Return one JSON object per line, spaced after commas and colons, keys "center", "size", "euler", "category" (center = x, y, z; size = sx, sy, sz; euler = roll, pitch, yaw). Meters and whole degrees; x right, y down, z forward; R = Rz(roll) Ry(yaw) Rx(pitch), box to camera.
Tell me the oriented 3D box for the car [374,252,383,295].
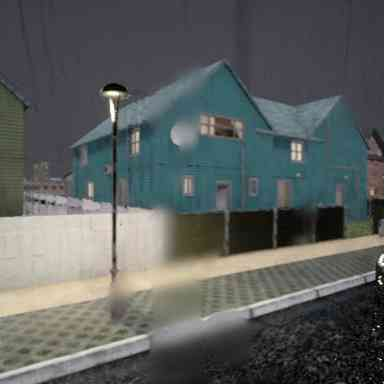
{"center": [6.017, 1.370, 7.335], "size": [4.553, 1.767, 2.097], "euler": [0, 0, -35], "category": "car"}
